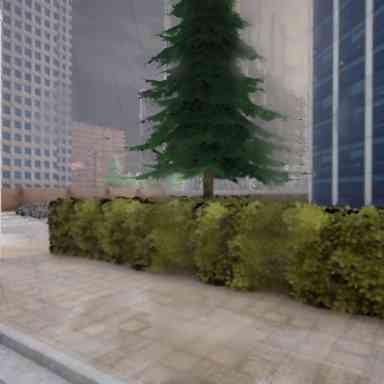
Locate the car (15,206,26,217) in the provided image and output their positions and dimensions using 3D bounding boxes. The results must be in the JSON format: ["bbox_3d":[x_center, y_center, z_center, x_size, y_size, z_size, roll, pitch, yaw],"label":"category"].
[{"bbox_3d":[-13.066,1.464,29.098,1.994,1.385,4.181,0,0,35],"label":"car"}]

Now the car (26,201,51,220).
[{"bbox_3d":[-10.385,1.446,26.797,1.812,1.442,4.674,0,0,35],"label":"car"}]
